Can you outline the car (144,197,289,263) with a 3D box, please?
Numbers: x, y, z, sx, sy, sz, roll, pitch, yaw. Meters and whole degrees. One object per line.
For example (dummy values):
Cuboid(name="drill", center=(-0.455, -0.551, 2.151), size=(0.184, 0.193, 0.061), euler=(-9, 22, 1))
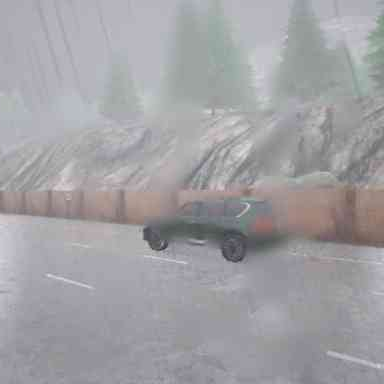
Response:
Cuboid(name="car", center=(0.711, 1.221, 12.258), size=(5.566, 2.045, 2.150), euler=(-1, 0, 37))
